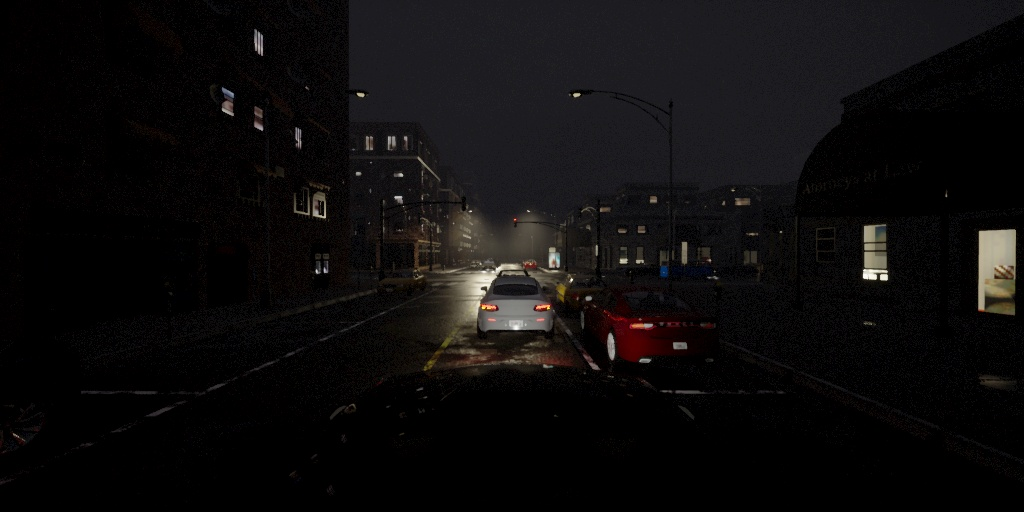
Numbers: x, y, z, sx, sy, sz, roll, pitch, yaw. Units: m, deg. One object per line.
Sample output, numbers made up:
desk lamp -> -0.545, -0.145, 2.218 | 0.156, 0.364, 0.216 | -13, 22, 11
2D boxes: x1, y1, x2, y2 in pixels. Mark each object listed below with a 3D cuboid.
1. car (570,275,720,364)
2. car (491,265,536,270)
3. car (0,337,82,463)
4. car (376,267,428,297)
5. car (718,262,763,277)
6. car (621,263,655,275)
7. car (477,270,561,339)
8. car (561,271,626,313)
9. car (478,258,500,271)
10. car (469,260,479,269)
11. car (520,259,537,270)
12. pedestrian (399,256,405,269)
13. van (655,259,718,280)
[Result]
car -> 2.678, 1.295, 7.938 | 1.888, 1.381, 4.507 | 0, 0, 0
car -> 0.077, 1.353, 19.063 | 1.895, 1.301, 4.718 | 0, 0, 0
car -> -5.692, 1.316, 2.231 | 1.948, 1.339, 4.313 | 0, 0, 0
car -> -5.725, 1.278, 19.150 | 1.751, 1.417, 4.829 | 0, 0, 0
car -> 22.343, 1.368, 35.982 | 4.181, 1.385, 1.994 | 0, 0, 0
car -> 13.424, 1.382, 35.902 | 4.718, 1.301, 1.895 | 0, 0, -1
car -> 0.084, 1.276, 9.952 | 1.812, 1.442, 4.674 | 0, 0, 0
car -> 2.667, 1.276, 13.805 | 1.751, 1.417, 4.829 | 0, 0, 0
car -> -3.193, 1.320, 50.827 | 2.033, 1.411, 5.357 | 0, 0, 0
car -> -5.798, 1.331, 57.472 | 2.007, 1.370, 4.403 | 0, 0, 0
car -> 2.594, 1.213, 51.803 | 1.967, 1.591, 4.097 | 0, 0, 0
pedestrian -> -12.707, 0.831, 41.188 | 0.375, 1.860, 0.375 | 0, 0, -1
van -> 14.601, 1.164, 30.125 | 3.998, 1.789, 1.690 | 0, 0, -1
